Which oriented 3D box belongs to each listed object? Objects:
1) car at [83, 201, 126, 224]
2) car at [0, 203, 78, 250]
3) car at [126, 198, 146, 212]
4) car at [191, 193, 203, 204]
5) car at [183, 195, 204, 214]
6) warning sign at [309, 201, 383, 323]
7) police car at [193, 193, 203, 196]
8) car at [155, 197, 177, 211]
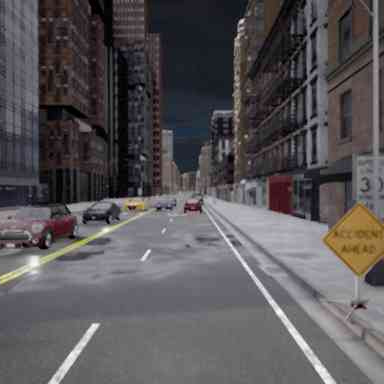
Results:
[{"bbox_3d":[-6.598,1.465,24.821,1.882,1.535,5.008,0,0,0],"label":"car"},{"bbox_3d":[-6.604,1.353,14.351,2.097,1.767,4.553,0,0,0],"label":"car"},{"bbox_3d":[-6.522,1.448,38.762,1.882,1.535,5.008,0,0,0],"label":"car"},{"bbox_3d":[0.955,1.152,65.733,2.150,2.045,5.566,0,0,0],"label":"car"},{"bbox_3d":[0.088,1.432,35.489,1.882,1.535,5.008,0,0,0],"label":"car"},{"bbox_3d":[2.849,1.100,5.699,1.300,1.860,1.060,0,0,0],"label":"warning sign"},{"bbox_3d":[0.958,1.359,55.814,1.930,1.638,5.238,0,0,0],"label":"police car"},{"bbox_3d":[-3.163,1.561,39.430,1.895,1.301,4.718,0,0,0],"label":"car"}]
